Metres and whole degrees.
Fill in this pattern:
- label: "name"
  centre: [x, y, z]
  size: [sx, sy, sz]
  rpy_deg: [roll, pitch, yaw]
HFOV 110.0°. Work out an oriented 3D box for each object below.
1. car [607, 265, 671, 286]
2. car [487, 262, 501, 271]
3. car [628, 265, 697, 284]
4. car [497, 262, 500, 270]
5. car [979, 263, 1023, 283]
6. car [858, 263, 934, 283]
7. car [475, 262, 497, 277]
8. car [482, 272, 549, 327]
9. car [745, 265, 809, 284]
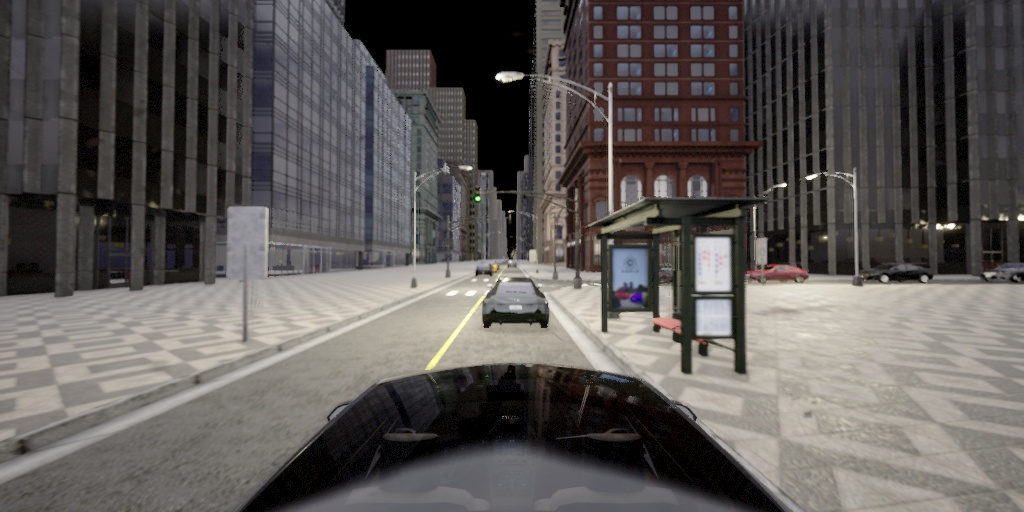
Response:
- label: "car"
  centre: [8.776, 1.406, 25.361]
  size: [4.674, 1.442, 1.812]
  rpy_deg: [0, -2, -2]
- label: "car"
  centre: [-3.045, 1.700, 61.508]
  size: [2.033, 1.411, 5.357]
  rpy_deg: [0, 0, 1]
- label: "car"
  centre: [11.871, 1.455, 28.427]
  size: [4.674, 1.442, 1.812]
  rpy_deg: [0, -1, -2]
- label: "car"
  centre: [-3.089, 1.569, 50.837]
  size: [1.882, 1.535, 5.008]
  rpy_deg: [0, 0, 0]
- label: "car"
  centre: [40.202, 1.316, 28.366]
  size: [4.902, 1.511, 2.128]
  rpy_deg: [0, -1, 1]
- label: "car"
  centre: [30.165, 1.342, 28.405]
  size: [5.008, 1.535, 1.882]
  rpy_deg: [0, -1, 0]
- label: "car"
  centre: [-3.096, 1.508, 40.812]
  size: [1.882, 1.535, 5.008]
  rpy_deg: [0, 0, 0]
- label: "car"
  centre: [0.101, 1.397, 11.857]
  size: [1.994, 1.385, 4.181]
  rpy_deg: [0, 0, 0]
- label: "car"
  centre: [20.808, 1.424, 28.422]
  size: [4.674, 1.442, 1.812]
  rpy_deg: [0, -1, 0]
